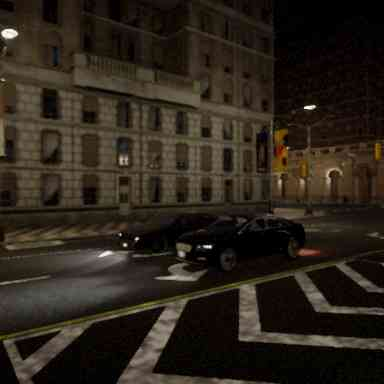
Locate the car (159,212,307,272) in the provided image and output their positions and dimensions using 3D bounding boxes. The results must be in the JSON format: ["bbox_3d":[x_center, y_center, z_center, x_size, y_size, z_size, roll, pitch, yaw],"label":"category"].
[{"bbox_3d":[1.687,1.473,10.801,4.902,1.511,2.128,0,0,-36],"label":"car"}]

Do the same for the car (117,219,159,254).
[{"bbox_3d":[-0.287,1.534,13.697,5.357,1.411,2.033,0,0,-36],"label":"car"}]
